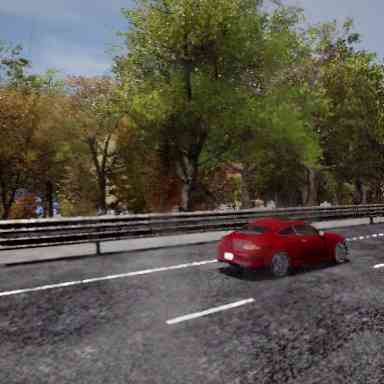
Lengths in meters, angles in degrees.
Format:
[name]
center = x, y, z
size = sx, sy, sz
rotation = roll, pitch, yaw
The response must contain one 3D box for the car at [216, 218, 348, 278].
[car]
center = 2.838, 1.528, 10.126
size = 4.674, 1.442, 1.812
rotation = 0, 0, -36
